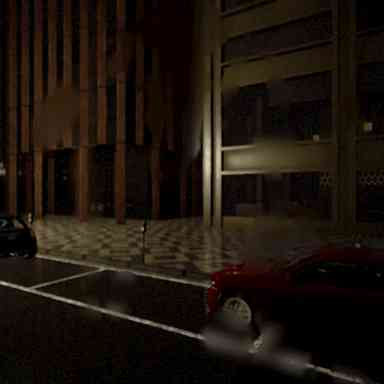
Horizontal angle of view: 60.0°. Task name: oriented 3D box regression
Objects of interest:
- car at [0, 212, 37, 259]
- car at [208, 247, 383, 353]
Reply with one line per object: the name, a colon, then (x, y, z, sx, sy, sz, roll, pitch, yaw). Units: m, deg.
car: (-7.190, 1.444, 11.330, 4.097, 1.590, 1.967, 0, 0, 33)
car: (2.381, 1.546, 5.220, 4.507, 1.381, 1.887, 0, 0, 33)
